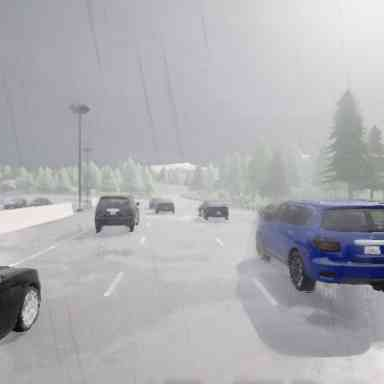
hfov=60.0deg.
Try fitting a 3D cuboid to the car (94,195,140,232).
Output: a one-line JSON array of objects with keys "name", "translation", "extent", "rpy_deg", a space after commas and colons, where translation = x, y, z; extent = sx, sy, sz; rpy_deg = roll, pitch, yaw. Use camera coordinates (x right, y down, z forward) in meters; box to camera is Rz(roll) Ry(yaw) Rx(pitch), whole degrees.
[{"name": "car", "translation": [-4.441, 1.209, 20.246], "extent": [2.150, 2.045, 5.566], "rpy_deg": [0, 0, -5]}]

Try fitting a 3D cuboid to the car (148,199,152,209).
[{"name": "car", "translation": [-4.716, 1.477, 44.715], "extent": [1.837, 1.490, 4.892], "rpy_deg": [0, 0, -13]}]

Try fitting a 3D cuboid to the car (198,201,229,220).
[{"name": "car", "translation": [1.721, 1.460, 27.990], "extent": [1.882, 1.535, 5.008], "rpy_deg": [0, 0, -7]}]

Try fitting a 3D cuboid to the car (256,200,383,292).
[{"name": "car", "translation": [3.359, 1.215, 9.081], "extent": [2.150, 2.045, 5.566], "rpy_deg": [0, 0, -2]}]

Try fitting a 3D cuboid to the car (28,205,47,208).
[{"name": "car", "translation": [-18.087, 1.482, 39.693], "extent": [1.837, 1.490, 4.892], "rpy_deg": [0, 0, -11]}]

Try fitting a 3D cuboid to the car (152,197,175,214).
[{"name": "car", "translation": [-2.977, 1.456, 35.541], "extent": [1.882, 1.535, 5.008], "rpy_deg": [0, 0, -9]}]

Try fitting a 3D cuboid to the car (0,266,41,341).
[{"name": "car", "translation": [-3.508, 1.475, 3.749], "extent": [1.882, 1.535, 5.008], "rpy_deg": [0, 0, -1]}]

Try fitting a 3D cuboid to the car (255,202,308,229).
[{"name": "car", "translation": [5.876, 1.491, 22.550], "extent": [1.837, 1.490, 4.892], "rpy_deg": [0, 0, -6]}]
